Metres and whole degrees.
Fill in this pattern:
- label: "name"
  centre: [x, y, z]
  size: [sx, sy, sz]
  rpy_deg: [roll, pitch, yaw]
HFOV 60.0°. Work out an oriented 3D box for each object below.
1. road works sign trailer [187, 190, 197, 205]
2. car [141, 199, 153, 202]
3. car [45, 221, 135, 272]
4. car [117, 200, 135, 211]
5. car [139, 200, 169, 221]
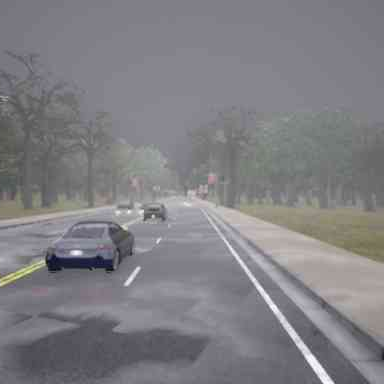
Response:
- label: "road works sign trailer"
  centre: [-0.053, 1.312, 83.099]
  size: [2.380, 3.560, 2.880]
  rpy_deg: [0, -1, 0]
- label: "car"
  centre: [-6.578, 1.793, 49.712]
  size: [2.097, 1.767, 4.553]
  rpy_deg: [0, -1, 0]
- label: "car"
  centre: [-3.152, 1.646, 11.077]
  size: [1.994, 1.385, 4.181]
  rpy_deg: [0, 0, 0]
- label: "car"
  centre: [-9.827, 1.917, 49.522]
  size: [1.882, 1.535, 5.008]
  rpy_deg: [0, -1, 0]
- label: "car"
  centre: [-3.158, 1.755, 29.564]
  size: [1.837, 1.490, 4.892]
  rpy_deg: [0, -1, 0]
